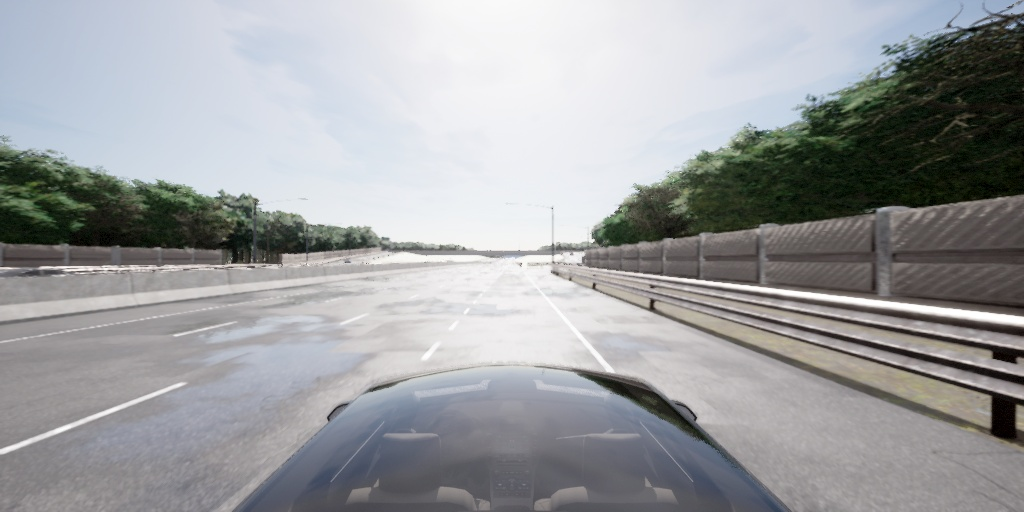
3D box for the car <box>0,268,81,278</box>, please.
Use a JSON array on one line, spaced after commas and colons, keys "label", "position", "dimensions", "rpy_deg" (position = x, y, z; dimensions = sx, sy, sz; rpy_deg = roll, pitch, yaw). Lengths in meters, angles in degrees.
[{"label": "car", "position": [-28.074, 1.445, 20.634], "dimensions": [1.837, 1.490, 4.892], "rpy_deg": [0, -1, 0]}]
